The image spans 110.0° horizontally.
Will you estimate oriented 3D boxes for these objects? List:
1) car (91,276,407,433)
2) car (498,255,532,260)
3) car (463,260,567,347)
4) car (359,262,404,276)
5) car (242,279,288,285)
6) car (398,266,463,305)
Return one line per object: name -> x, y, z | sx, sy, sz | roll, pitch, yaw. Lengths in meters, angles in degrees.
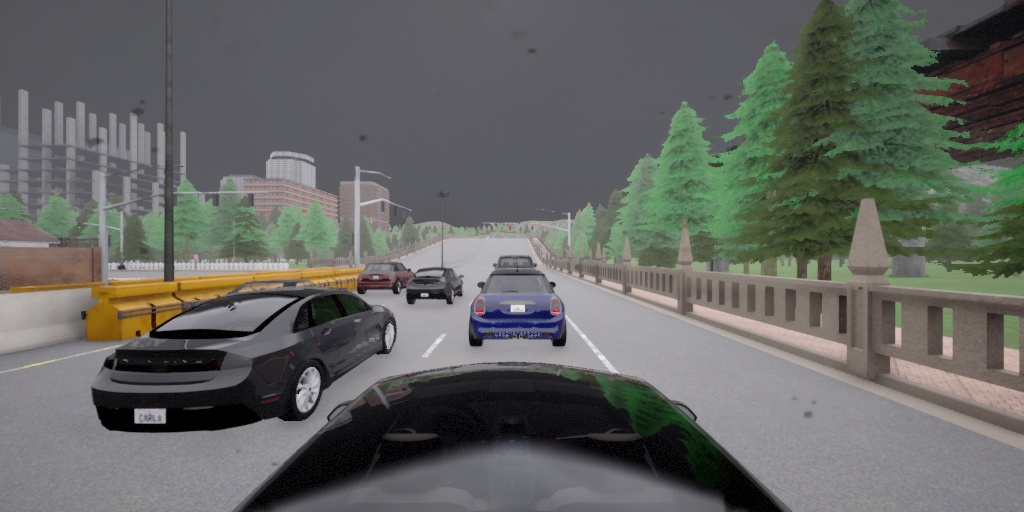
car -> -3.386, 1.255, 5.787 | 1.837, 1.490, 4.892 | 0, 0, 0
car -> 0.162, 0.972, 18.996 | 2.150, 2.045, 5.566 | 0, 0, 0
car -> 0.125, 1.102, 9.506 | 2.097, 1.767, 4.553 | 0, 0, 0
car -> -6.881, 1.101, 20.175 | 2.097, 1.767, 4.553 | 0, 0, -1
car -> -6.864, 1.351, 10.944 | 1.895, 1.301, 4.718 | 0, 0, 0
car -> -3.348, 1.254, 16.187 | 1.837, 1.490, 4.892 | 0, 0, 0
